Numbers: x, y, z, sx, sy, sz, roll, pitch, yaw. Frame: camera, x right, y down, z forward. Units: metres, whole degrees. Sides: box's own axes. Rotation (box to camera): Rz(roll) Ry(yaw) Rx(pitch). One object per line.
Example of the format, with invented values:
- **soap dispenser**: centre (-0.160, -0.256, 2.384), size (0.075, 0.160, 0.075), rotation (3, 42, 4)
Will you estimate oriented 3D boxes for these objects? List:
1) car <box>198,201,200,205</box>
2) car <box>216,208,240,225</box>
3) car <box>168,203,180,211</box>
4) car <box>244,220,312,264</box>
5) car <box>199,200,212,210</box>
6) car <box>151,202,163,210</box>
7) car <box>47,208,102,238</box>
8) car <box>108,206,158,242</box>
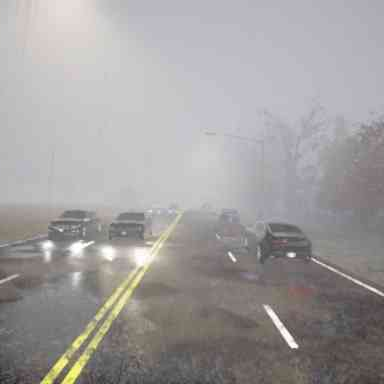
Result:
- **car**: centre (3.262, 3.366, 84.007), size (1.895, 1.301, 4.718), rotation (3, -1, 0)
- **car**: centre (3.374, 2.254, 31.499), size (2.128, 1.511, 4.902), rotation (3, -1, 0)
- **car**: centre (-3.282, 2.720, 60.830), size (1.994, 1.385, 4.181), rotation (2, -1, 1)
- **car**: centre (3.373, 1.908, 13.694), size (1.837, 1.490, 4.892), rotation (2, -1, 0)
- **car**: centre (3.253, 3.080, 73.014), size (2.163, 1.488, 4.792), rotation (2, -2, 0)
- **car**: centre (-6.527, 2.579, 60.803), size (1.812, 1.442, 4.674), rotation (2, -1, 1)
- **car**: centre (-6.583, 1.730, 19.171), size (1.837, 1.490, 4.892), rotation (2, -1, 0)
- **car**: centre (-3.335, 1.800, 18.854), size (1.882, 1.535, 5.008), rotation (2, -1, 0)
